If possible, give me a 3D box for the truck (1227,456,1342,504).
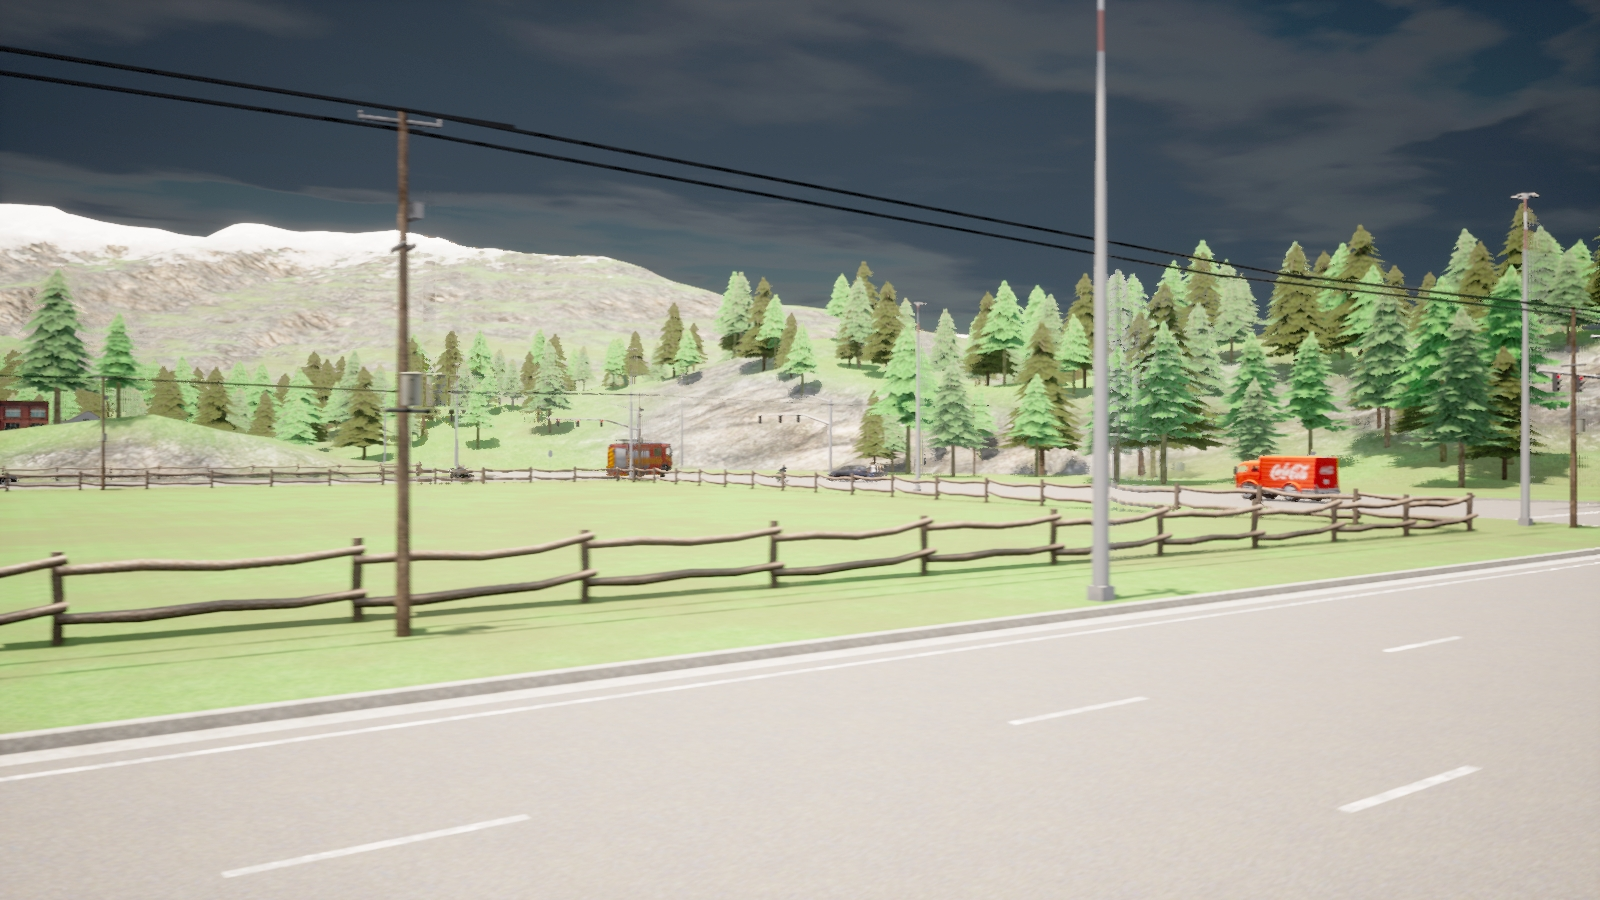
[{"bbox_3d":[26.526,1.569,62.693,2.627,2.467,5.204,0,0,-34],"label":"truck"}]
